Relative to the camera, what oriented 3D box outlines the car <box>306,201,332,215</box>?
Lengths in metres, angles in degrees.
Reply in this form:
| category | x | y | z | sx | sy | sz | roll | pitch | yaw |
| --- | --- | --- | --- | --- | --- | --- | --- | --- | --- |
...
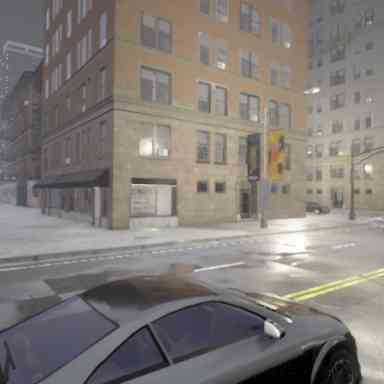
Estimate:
| category | x | y | z | sx | sy | sz | roll | pitch | yaw |
| --- | --- | --- | --- | --- | --- | --- | --- | --- | --- |
| car | 13.405 | 1.771 | 37.782 | 1.837 | 1.490 | 4.892 | 1 | 0 | -36 |

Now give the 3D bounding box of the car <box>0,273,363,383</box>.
| category | x | y | z | sx | sy | sz | roll | pitch | yaw |
| --- | --- | --- | --- | --- | --- | --- | --- | --- | --- |
| car | -0.114 | 1.580 | 3.369 | 4.181 | 1.385 | 1.994 | 1 | 0 | -36 |
